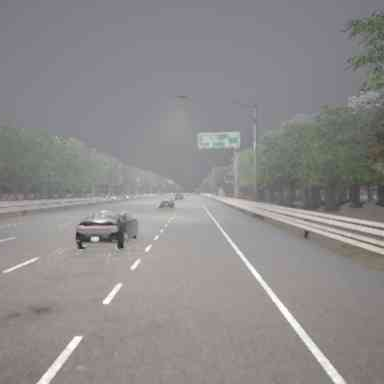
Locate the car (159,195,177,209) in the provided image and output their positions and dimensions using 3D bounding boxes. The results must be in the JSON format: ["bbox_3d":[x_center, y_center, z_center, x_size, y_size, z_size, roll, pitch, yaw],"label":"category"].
[{"bbox_3d":[-3.400,1.507,45.932,1.812,1.442,4.674,0,0,0],"label":"car"}]

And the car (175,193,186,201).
[{"bbox_3d":[-3.244,1.172,85.196,2.150,2.045,5.566,0,0,0],"label":"car"}]

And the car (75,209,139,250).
[{"bbox_3d":[-3.493,1.493,14.423,2.128,1.511,4.902,0,0,0],"label":"car"}]
